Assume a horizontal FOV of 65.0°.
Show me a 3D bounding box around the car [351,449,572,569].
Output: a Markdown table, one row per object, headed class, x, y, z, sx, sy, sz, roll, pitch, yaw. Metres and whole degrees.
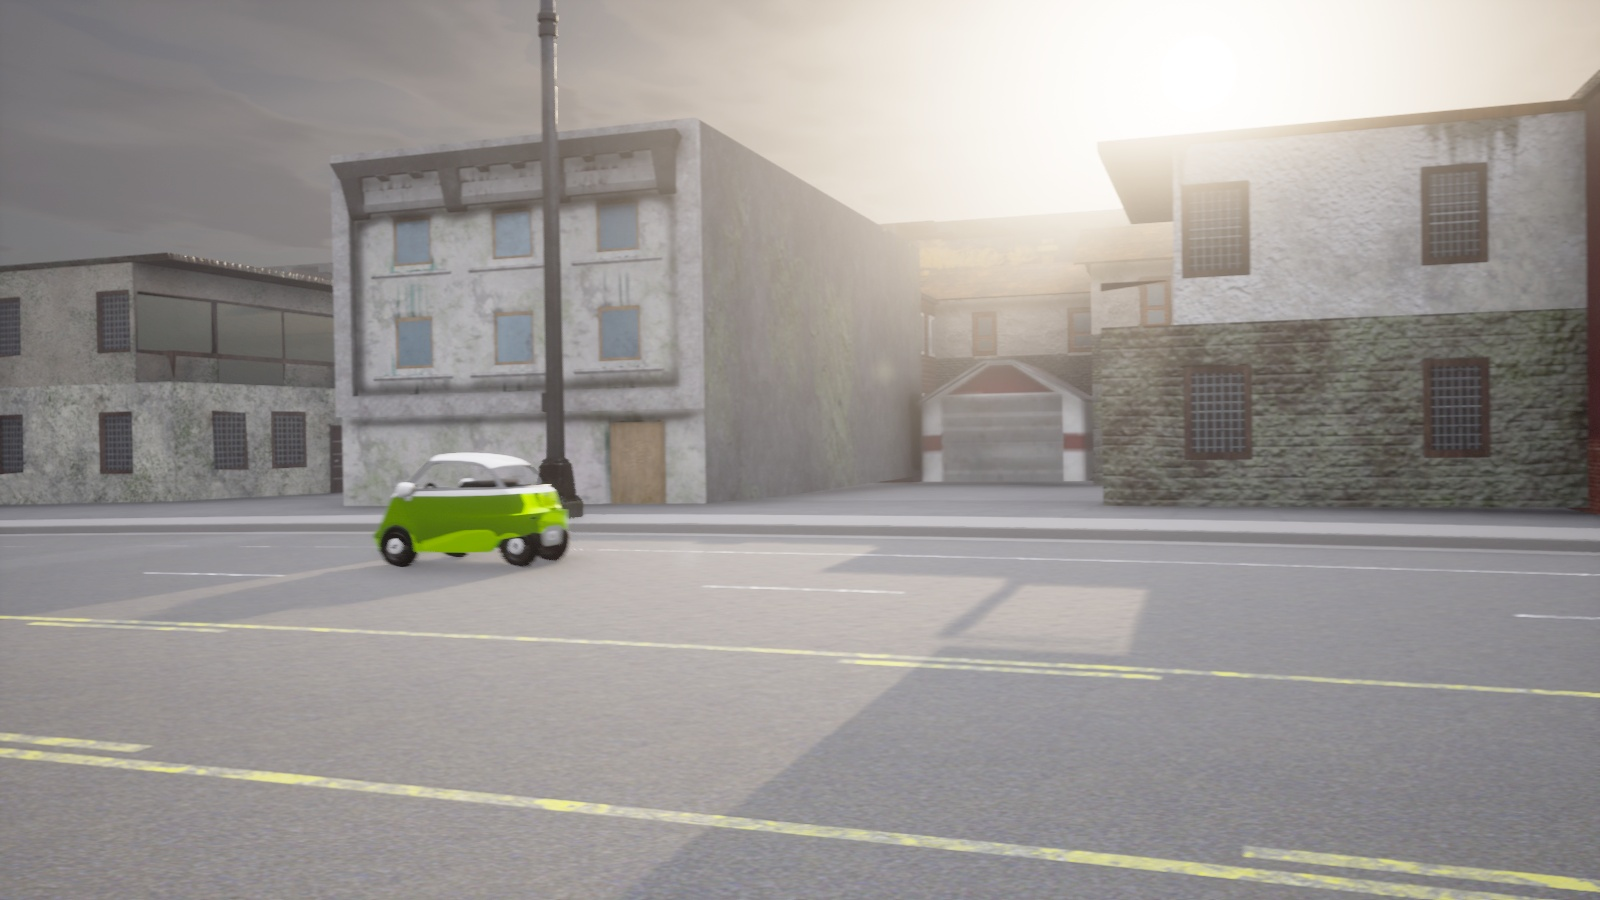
| class | x | y | z | sx | sy | sz | roll | pitch | yaw |
| --- | --- | --- | --- | --- | --- | --- | --- | --- | --- |
| car | -4.198 | 0.685 | 15.685 | 2.207 | 1.376 | 1.481 | 0 | 1 | 19 |
